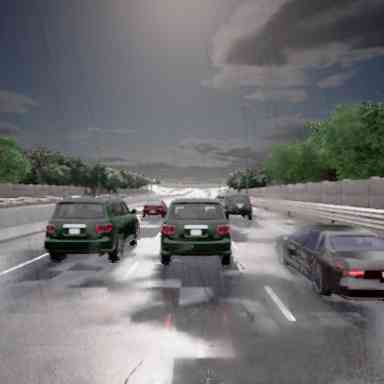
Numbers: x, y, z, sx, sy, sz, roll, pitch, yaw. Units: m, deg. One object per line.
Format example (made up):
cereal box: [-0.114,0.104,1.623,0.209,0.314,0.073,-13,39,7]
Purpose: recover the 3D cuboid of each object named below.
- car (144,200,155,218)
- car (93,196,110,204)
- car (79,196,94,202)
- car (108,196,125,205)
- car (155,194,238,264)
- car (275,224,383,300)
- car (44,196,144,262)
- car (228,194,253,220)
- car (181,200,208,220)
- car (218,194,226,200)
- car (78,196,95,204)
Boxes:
car: [-3.282,1.476,30.397,1.882,1.535,5.008,0,0,0]
car: [-17.071,1.561,63.052,1.994,1.385,4.181,0,0,1]
car: [-23.294,1.529,73.627,1.994,1.385,4.181,0,0,-2]
car: [-13.626,1.506,59.996,1.837,1.490,4.892,0,0,1]
car: [0.125,1.220,11.961,2.150,2.045,5.566,0,0,0]
car: [3.617,1.547,8.550,2.033,1.411,5.357,0,0,0]
car: [-3.375,1.221,12.255,2.150,2.045,5.566,0,0,0]
car: [3.702,1.220,28.182,2.150,2.045,5.566,0,0,0]
car: [0.207,1.490,28.868,2.128,1.511,4.902,0,0,0]
car: [7.723,1.360,86.075,1.882,1.535,5.008,0,0,2]
car: [-20.532,1.527,64.870,1.812,1.442,4.674,0,0,1]
